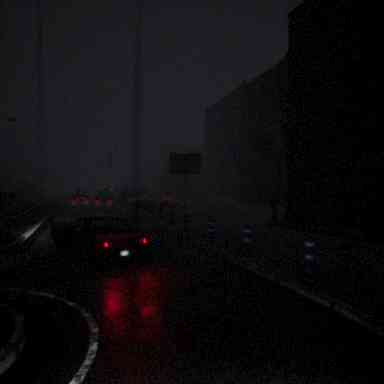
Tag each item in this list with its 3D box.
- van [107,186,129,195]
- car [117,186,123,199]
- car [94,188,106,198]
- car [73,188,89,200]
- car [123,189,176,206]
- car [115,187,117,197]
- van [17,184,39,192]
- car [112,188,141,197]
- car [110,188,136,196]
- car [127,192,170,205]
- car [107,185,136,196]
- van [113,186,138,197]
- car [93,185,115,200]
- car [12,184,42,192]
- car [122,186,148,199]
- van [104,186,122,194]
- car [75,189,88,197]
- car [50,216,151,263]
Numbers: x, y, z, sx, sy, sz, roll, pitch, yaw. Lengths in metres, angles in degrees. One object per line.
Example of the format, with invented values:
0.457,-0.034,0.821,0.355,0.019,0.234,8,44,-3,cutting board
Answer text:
-16.233,-0.367,73.140,4.442,1.987,1.878,1,1,-18,van
-6.755,0.294,44.345,5.566,2.045,2.435,1,1,-18,car
-15.814,0.105,57.155,1.837,1.490,4.892,1,1,-18,car
-15.565,0.154,46.827,2.097,1.767,4.553,1,1,-18,car
-4.421,0.801,36.422,5.366,1.575,1.946,1,2,-18,car
-8.490,0.388,49.583,5.008,1.535,2.097,1,1,-18,car
-40.640,-0.958,82.516,4.442,1.987,1.878,1,1,-18,van
-11.875,0.118,60.071,5.008,1.535,2.097,1,1,-18,car
-13.576,0.044,65.314,4.674,1.452,2.002,1,1,-18,car
-5.090,0.757,39.104,4.674,1.452,2.002,1,1,-18,car
-14.450,-0.299,67.925,5.566,2.045,2.435,1,1,-18,car
-12.577,-0.163,62.608,4.442,1.987,1.878,1,1,-18,van
-12.641,0.207,47.531,2.097,1.767,4.553,1,1,-17,car
-39.936,-0.936,79.826,5.566,2.045,2.435,1,1,-18,car
-5.968,0.503,41.709,4.553,1.767,2.185,1,1,-18,car
-21.108,-0.637,88.950,4.442,1.987,1.878,1,1,-18,van
-18.679,0.154,56.260,1.895,1.301,4.718,1,1,-18,car
-3.463,1.522,11.870,1.895,1.301,4.718,1,1,-40,car
